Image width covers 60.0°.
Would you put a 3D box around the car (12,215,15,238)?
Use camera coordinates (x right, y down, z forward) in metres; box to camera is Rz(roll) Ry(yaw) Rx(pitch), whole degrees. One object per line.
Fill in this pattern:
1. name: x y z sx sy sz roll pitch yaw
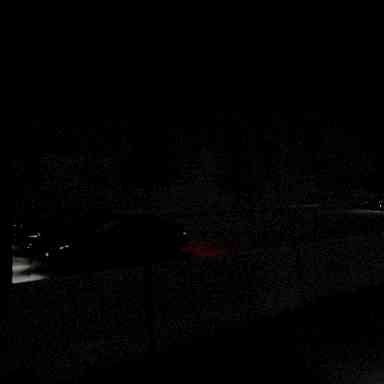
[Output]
1. car: -6.358 1.484 16.652 5.008 1.535 1.882 0 0 -35

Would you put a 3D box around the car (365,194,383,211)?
1. car: 24.717 1.295 43.064 5.566 2.045 2.150 0 0 -35

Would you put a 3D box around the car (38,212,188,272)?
1. car: -2.282 1.532 10.960 4.674 1.442 1.812 0 0 -35

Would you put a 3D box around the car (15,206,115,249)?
1. car: -4.302 1.484 13.819 5.008 1.535 1.882 0 0 -35

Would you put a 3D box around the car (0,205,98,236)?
1. car: -8.473 1.553 19.442 5.357 1.411 2.033 0 0 -35
